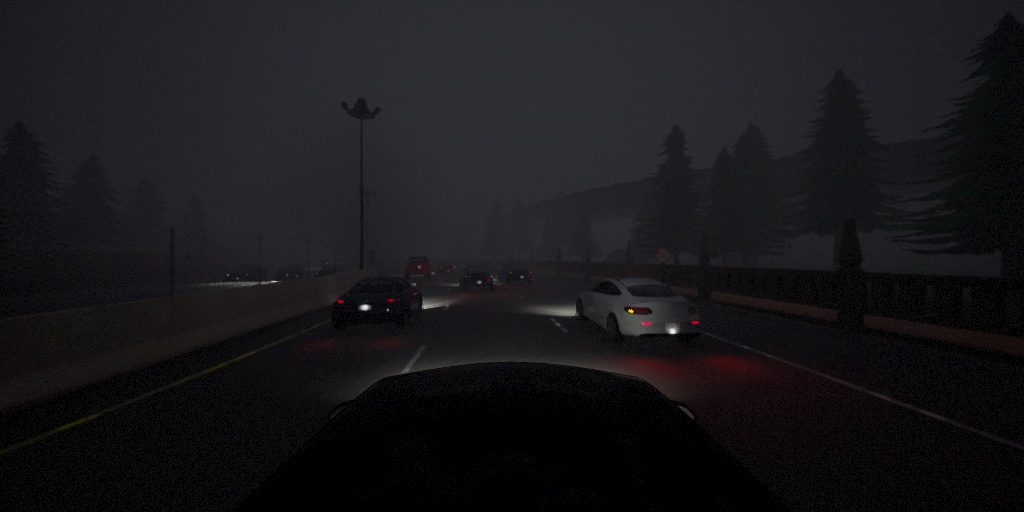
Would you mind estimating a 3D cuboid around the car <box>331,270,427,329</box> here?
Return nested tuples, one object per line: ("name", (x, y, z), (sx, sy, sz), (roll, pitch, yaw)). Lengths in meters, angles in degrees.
("car", (-4.111, 1.342, 11.524), (1.994, 1.385, 4.181), (0, 0, -6))

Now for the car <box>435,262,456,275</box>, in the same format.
("car", (-7.534, 1.346, 39.967), (1.812, 1.442, 4.674), (0, 0, -21))

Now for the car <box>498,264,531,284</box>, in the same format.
("car", (0.139, 1.299, 27.432), (1.812, 1.442, 4.674), (0, 0, -14))

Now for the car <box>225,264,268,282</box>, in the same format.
("car", (-23.101, 1.429, 31.423), (2.033, 1.411, 5.357), (0, 0, -21))

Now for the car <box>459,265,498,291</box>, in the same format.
("car", (-2.302, 1.306, 22.483), (1.812, 1.442, 4.674), (0, 0, -12))

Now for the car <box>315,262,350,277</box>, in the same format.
("car", (-15.523, 1.448, 30.873), (1.895, 1.301, 4.718), (0, 0, -19))

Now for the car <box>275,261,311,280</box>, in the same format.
("car", (-19.760, 1.432, 32.320), (1.994, 1.385, 4.181), (0, 0, -20))

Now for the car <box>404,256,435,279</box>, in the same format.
("car", (-8.792, 1.041, 33.364), (2.150, 2.045, 5.566), (0, 0, -18))

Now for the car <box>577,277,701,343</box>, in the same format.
("car", (3.086, 1.269, 9.546), (1.812, 1.442, 4.674), (0, 0, -4))
